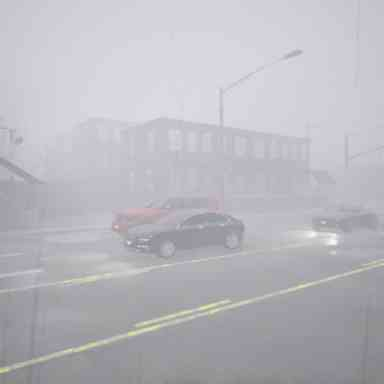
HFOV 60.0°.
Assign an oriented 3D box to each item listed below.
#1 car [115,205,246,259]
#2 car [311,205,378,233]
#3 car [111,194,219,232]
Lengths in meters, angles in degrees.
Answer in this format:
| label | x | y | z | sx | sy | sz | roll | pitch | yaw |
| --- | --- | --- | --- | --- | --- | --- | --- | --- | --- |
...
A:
| label | x | y | z | sx | sy | sz | roll | pitch | yaw |
| --- | --- | --- | --- | --- | --- | --- | --- | --- | --- |
| car | -0.130 | 1.445 | 12.481 | 4.892 | 1.490 | 1.837 | 0 | 0 | -35 |
| car | 8.549 | 1.410 | 18.626 | 4.181 | 1.385 | 1.994 | -1 | 0 | -35 |
| car | -1.034 | 1.150 | 16.126 | 5.566 | 2.045 | 2.150 | 0 | 0 | -35 |
